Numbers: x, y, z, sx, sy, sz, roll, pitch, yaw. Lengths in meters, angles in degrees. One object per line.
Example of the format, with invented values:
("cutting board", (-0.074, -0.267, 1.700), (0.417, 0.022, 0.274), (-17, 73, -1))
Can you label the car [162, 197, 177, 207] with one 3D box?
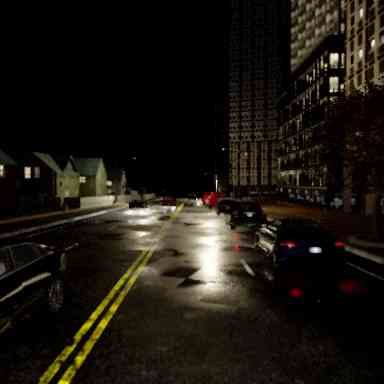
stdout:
("car", (-3.323, 1.469, 49.095), (1.994, 1.385, 4.181), (0, 0, 0))

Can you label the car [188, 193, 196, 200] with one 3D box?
("car", (0.003, 1.377, 85.029), (1.994, 1.385, 4.181), (0, 0, 0))

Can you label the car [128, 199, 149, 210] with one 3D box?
("car", (-6.590, 1.515, 41.251), (1.895, 1.301, 4.718), (0, 0, 0))

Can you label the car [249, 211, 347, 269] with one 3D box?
("car", (3.349, 1.537, 11.021), (1.994, 1.385, 4.181), (0, 0, 0))

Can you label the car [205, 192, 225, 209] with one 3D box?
("car", (3.251, 1.133, 42.941), (2.150, 2.045, 5.566), (0, 0, 0))

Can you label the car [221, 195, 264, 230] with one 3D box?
("car", (3.251, 1.304, 20.873), (2.097, 1.767, 4.553), (0, 0, 0))

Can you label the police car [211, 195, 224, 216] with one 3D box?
("police car", (3.251, 1.354, 32.017), (1.930, 1.638, 5.238), (0, 0, 0))

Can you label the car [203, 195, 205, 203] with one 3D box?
("car", (3.252, 1.500, 53.945), (1.895, 1.301, 4.718), (0, 0, 0))

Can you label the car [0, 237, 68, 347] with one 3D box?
("car", (-3.351, 1.480, 4.653), (2.128, 1.511, 4.902), (0, 0, 0))

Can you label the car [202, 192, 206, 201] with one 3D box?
("car", (3.252, 1.112, 64.949), (2.150, 2.045, 5.566), (0, 0, 0))

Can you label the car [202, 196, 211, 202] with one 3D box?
("car", (3.253, 1.485, 75.953), (1.895, 1.301, 4.718), (0, 0, 0))
